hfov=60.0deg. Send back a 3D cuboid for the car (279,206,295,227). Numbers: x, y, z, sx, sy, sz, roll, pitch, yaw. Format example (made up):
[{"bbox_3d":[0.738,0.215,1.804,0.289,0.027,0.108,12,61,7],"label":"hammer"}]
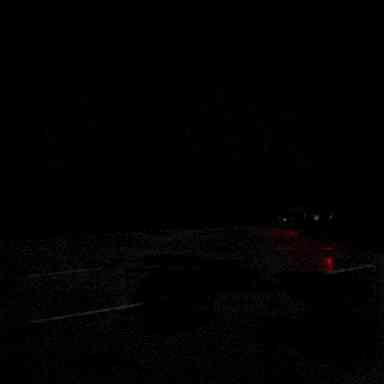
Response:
[{"bbox_3d":[7.582,1.466,20.945,4.674,1.442,1.812,0,0,-28],"label":"car"}]

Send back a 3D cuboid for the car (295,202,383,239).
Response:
[{"bbox_3d":[7.915,1.301,17.151,4.553,1.767,2.097,0,0,-28],"label":"car"}]
